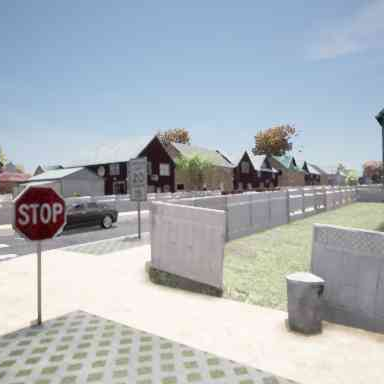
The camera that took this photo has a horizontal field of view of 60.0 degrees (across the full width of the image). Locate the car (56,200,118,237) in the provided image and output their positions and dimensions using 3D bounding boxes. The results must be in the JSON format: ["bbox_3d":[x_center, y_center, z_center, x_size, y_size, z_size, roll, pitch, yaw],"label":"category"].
[{"bbox_3d":[-5.880,1.213,16.476,1.837,1.490,4.892,-1,1,35],"label":"car"}]

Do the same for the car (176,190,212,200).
[{"bbox_3d":[-0.048,0.788,24.765,2.097,1.767,4.553,-1,1,35],"label":"car"}]

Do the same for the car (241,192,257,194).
[{"bbox_3d":[5.516,0.703,32.654,1.812,1.442,4.674,-1,1,36],"label":"car"}]
